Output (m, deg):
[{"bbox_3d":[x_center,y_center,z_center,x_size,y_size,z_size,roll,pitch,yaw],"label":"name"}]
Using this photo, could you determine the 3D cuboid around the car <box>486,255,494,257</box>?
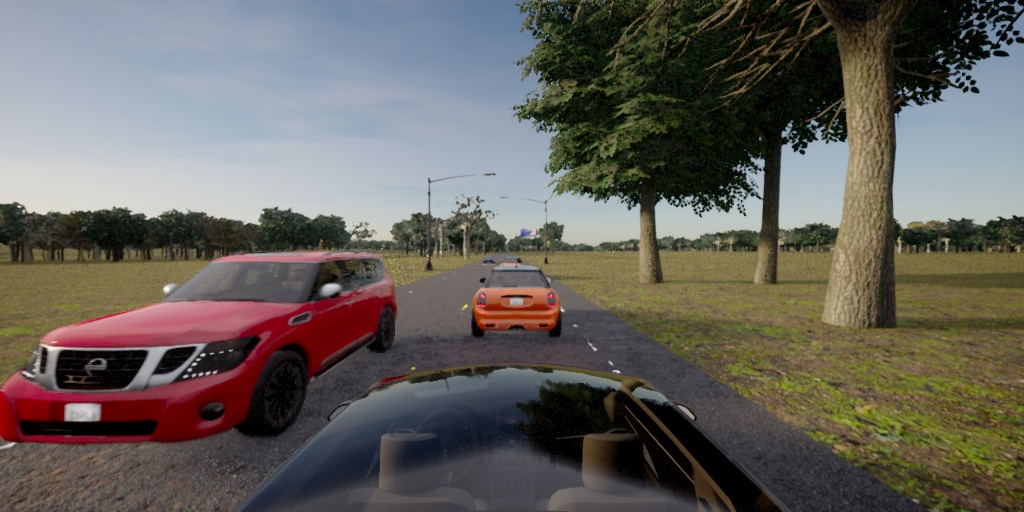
[{"bbox_3d":[-3.788,0.575,59.560,2.033,1.411,5.357,0,1,0],"label":"car"}]

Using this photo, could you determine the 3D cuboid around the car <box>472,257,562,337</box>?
[{"bbox_3d":[0.110,1.025,10.169,2.097,1.767,4.553,0,1,0],"label":"car"}]

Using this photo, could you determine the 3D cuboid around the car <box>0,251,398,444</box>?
[{"bbox_3d":[-3.593,0.935,5.765,2.150,2.045,5.566,0,1,0],"label":"car"}]
